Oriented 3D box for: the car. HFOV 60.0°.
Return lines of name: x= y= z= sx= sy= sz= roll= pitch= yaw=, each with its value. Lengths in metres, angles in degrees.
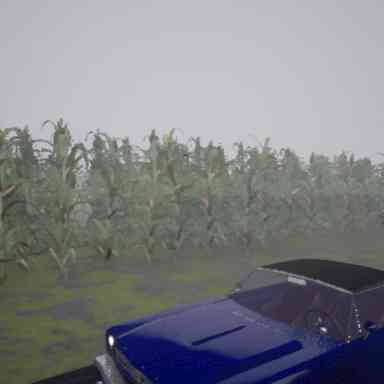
car: x=1.349 y=1.602 z=4.012 sx=4.718 sy=1.301 sz=1.895 roll=0 pitch=0 yaw=-35
